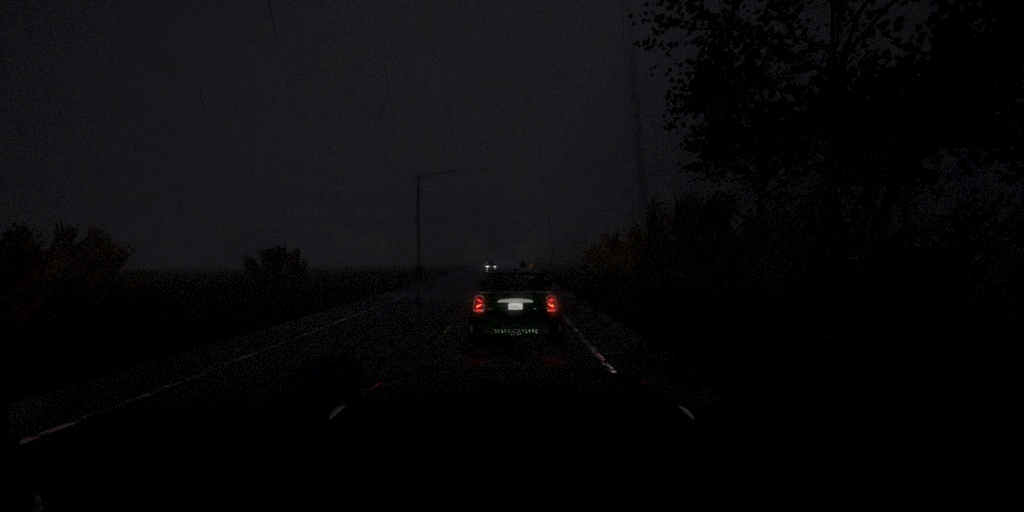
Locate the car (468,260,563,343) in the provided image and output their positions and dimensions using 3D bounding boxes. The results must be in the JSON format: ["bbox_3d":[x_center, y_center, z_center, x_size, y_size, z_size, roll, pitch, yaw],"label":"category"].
[{"bbox_3d":[0.072,1.099,9.808,2.097,1.767,4.553,0,0,0],"label":"car"}]

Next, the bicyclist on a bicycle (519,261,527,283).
[{"bbox_3d":[0.839,1.193,27.269,0.582,1.620,1.656,0,0,0],"label":"bicyclist on a bicycle"}]

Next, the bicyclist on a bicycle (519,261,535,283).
[{"bbox_3d":[0.903,1.181,17.152,0.866,1.612,1.509,0,0,0],"label":"bicyclist on a bicycle"}]
